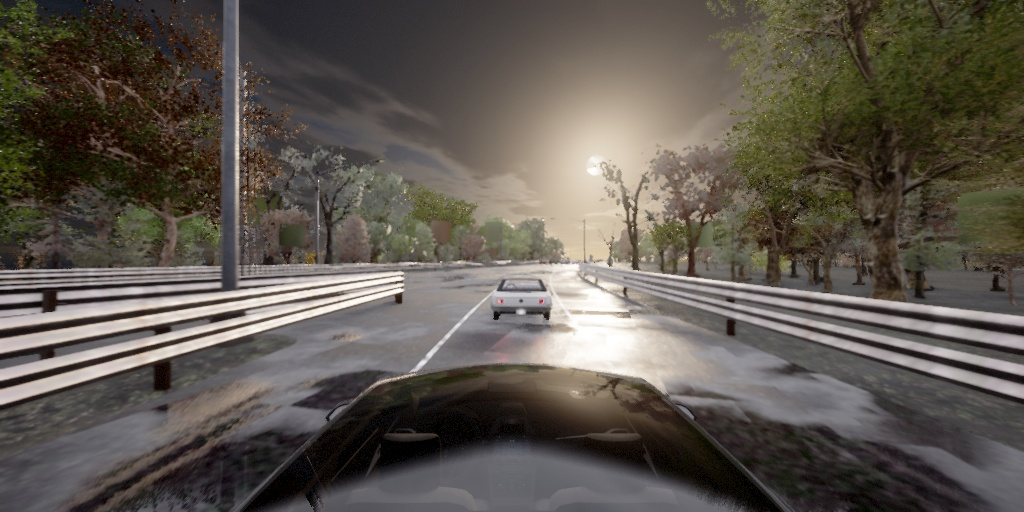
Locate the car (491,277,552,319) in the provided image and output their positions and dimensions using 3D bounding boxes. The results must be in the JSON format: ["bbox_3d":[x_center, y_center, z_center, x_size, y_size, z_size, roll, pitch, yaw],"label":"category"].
[{"bbox_3d":[0.380,1.404,13.029,1.895,1.301,4.718,0,0,3],"label":"car"}]
